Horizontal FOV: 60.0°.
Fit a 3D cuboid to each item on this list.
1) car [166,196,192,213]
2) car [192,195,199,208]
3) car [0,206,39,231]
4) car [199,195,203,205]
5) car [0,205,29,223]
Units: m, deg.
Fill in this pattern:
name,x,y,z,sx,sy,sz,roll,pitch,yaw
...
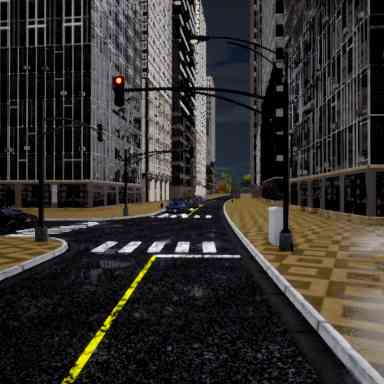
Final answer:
name,x,y,z,sx,sy,sz,roll,pitch,yaw
car,-1.546,1.328,36.185,2.097,1.767,4.553,0,0,5
car,-0.692,1.314,45.934,2.097,1.767,4.553,0,0,6
car,-12.645,1.738,21.700,5.357,1.411,2.033,-1,0,6
car,0.702,1.288,58.408,2.097,1.767,4.553,0,0,7
car,-16.426,1.854,28.068,4.403,1.369,2.008,-1,1,10
